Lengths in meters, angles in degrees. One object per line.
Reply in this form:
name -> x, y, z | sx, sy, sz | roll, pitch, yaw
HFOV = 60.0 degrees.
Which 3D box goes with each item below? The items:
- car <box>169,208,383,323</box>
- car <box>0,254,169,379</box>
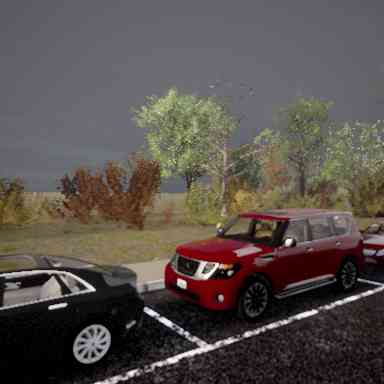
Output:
car -> 1.867, 1.329, 7.415 | 5.009, 1.841, 2.192 | 0, 1, -35
car -> -2.739, 1.551, 4.135 | 4.403, 1.369, 2.008 | 0, 1, -35
